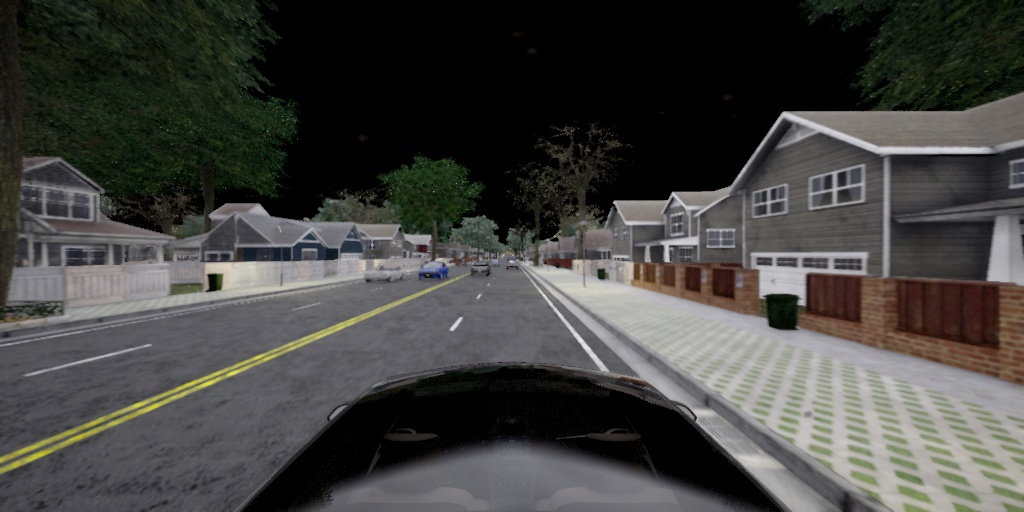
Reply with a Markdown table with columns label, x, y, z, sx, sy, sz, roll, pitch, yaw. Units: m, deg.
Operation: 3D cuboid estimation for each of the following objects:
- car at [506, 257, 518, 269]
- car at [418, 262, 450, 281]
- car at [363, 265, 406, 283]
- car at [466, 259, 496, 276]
| label | x | y | z | sx | sy | sz | roll | pitch | yaw |
| --- | --- | --- | --- | --- | --- | --- | --- | --- | --- |
| car | 0.057 | 1.335 | 57.452 | 2.033 | 1.411 | 5.357 | 0 | 0 | 0 |
| car | -6.616 | 1.239 | 30.741 | 1.882 | 1.535 | 5.008 | 0 | 0 | 0 |
| car | -9.866 | 1.362 | 28.105 | 1.895 | 1.301 | 4.718 | 0 | 0 | 0 |
| car | -3.177 | 1.258 | 37.549 | 2.128 | 1.511 | 4.902 | 0 | 0 | 0 |
